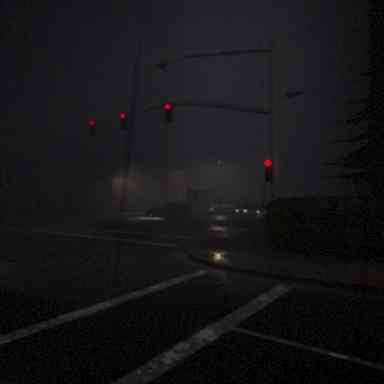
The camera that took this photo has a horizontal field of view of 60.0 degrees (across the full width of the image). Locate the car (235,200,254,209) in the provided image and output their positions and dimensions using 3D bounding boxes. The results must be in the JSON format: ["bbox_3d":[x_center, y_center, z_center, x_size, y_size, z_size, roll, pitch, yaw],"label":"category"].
[{"bbox_3d":[8.265,1.807,48.498,2.033,1.411,5.357,-1,0,36],"label":"car"}]

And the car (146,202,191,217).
[{"bbox_3d":[-2.298,1.744,34.174,2.033,1.411,5.357,-1,0,36],"label":"car"}]

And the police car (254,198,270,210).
[{"bbox_3d":[11.027,1.586,46.348,1.930,1.638,5.238,-1,0,36],"label":"police car"}]
